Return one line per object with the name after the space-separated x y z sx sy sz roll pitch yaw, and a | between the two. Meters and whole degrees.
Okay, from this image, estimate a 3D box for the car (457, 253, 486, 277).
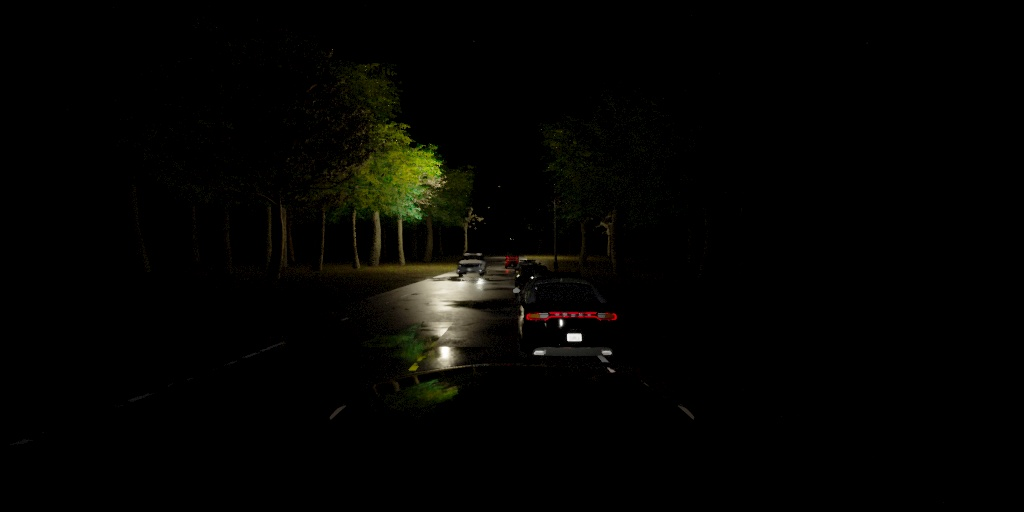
-3.581 0.785 32.830 2.150 2.045 5.566 0 1 0 | car

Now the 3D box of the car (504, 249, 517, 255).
0.036 0.290 60.139 2.150 2.045 5.566 0 2 0 | car

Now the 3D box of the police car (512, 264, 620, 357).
1.056 1.166 8.645 1.930 1.638 5.238 0 0 0 | police car

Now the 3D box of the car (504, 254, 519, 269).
0.060 0.899 47.254 1.812 1.442 4.674 0 1 1 | car

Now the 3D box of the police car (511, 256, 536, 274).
1.066 1.068 24.645 1.930 1.638 5.238 0 0 0 | police car

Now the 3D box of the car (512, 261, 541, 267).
1.062 1.199 18.534 1.837 1.490 4.892 0 0 0 | car
